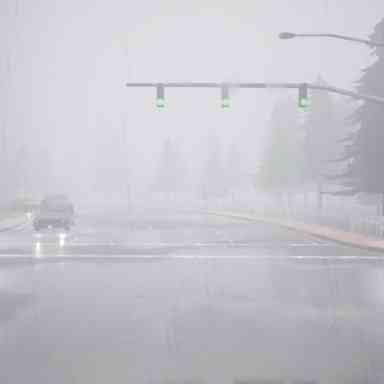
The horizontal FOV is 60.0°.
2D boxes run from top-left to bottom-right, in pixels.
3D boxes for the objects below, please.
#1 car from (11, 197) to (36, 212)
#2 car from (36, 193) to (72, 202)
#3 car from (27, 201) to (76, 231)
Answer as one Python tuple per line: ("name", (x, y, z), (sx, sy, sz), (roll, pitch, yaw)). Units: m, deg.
("car", (-18.748, 1.379, 37.743), (5.008, 1.535, 1.882), (0, 0, 41))
("car", (-12.226, 1.139, 29.897), (2.150, 2.045, 5.566), (0, 0, -31))
("car", (-8.268, 1.477, 20.417), (2.033, 1.411, 5.357), (0, 0, -14))
